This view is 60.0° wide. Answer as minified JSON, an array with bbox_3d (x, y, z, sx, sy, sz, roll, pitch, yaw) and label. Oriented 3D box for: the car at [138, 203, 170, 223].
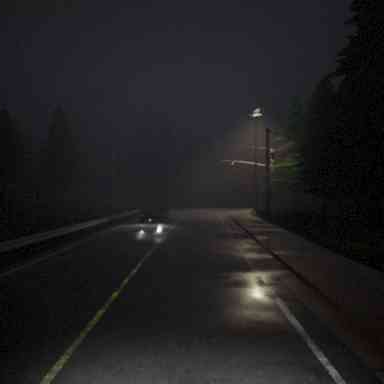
[{"bbox_3d":[-2.873,1.617,26.341,2.033,1.411,5.357,0,0,3],"label":"car"}]
